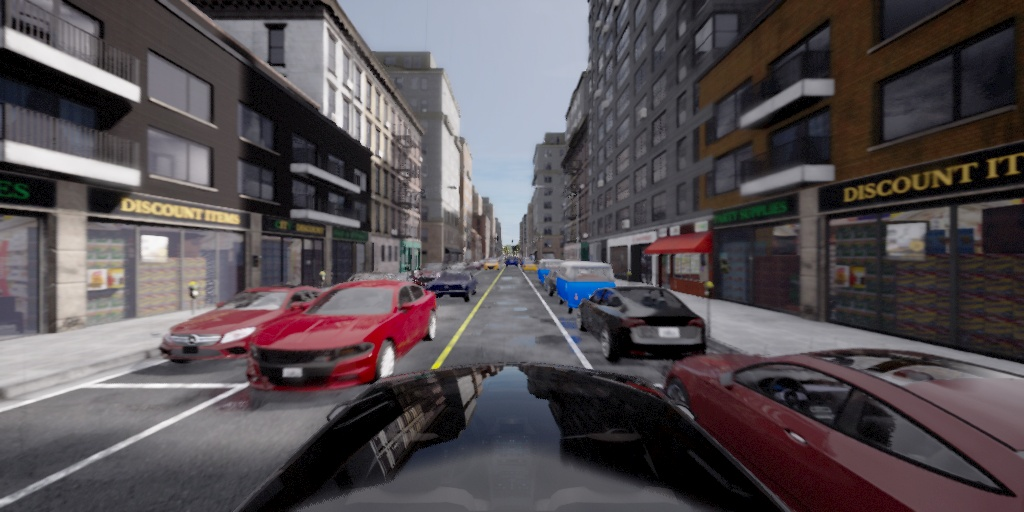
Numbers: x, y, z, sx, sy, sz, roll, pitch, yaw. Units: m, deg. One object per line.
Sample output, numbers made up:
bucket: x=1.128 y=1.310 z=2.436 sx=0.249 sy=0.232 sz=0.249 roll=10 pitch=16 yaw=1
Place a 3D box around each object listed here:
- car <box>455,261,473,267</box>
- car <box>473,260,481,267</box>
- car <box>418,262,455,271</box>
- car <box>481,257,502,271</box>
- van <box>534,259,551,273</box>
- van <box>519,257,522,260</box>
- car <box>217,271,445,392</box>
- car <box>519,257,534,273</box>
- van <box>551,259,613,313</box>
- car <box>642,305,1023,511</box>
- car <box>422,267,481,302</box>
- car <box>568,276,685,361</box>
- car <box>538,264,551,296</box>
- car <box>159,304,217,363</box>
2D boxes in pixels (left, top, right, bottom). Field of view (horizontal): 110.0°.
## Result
car: x=-5.382 y=1.343 z=35.657 sx=2.007 sy=1.370 sz=4.403 roll=0 pitch=0 yaw=0
car: x=-5.379 y=1.401 z=52.190 sx=1.802 sy=1.307 sz=4.207 roll=0 pitch=0 yaw=0
car: x=-5.384 y=1.215 z=24.636 sx=1.967 sy=1.591 sz=4.097 roll=0 pitch=0 yaw=0
car: x=-2.816 y=1.294 z=50.264 sx=1.882 sy=1.535 sz=5.008 roll=0 pitch=0 yaw=0
van: x=2.642 y=1.115 z=24.634 sx=1.690 sy=1.789 sz=3.998 roll=0 pitch=0 yaw=0
van: x=2.648 y=1.176 z=63.211 sx=1.690 sy=1.789 sz=3.998 roll=0 pitch=0 yaw=0
car: x=-2.809 y=1.232 z=7.107 sx=1.882 sy=1.535 sz=5.008 roll=0 pitch=0 yaw=0
car: x=2.233 y=1.265 z=45.729 sx=1.801 sy=1.575 sz=5.366 roll=0 pitch=0 yaw=0
van: x=2.640 y=1.101 z=13.613 sx=1.690 sy=1.789 sz=3.998 roll=0 pitch=0 yaw=0
car: x=2.638 y=1.332 z=2.593 sx=1.802 sy=1.307 sz=4.207 roll=0 pitch=0 yaw=0
car: x=-2.747 y=1.365 z=17.249 sx=1.895 sy=1.301 sz=4.718 roll=0 pitch=0 yaw=0
car: x=2.639 y=1.320 z=8.103 sx=1.948 sy=1.339 sz=4.313 roll=0 pitch=0 yaw=0
car: x=2.641 y=1.317 z=19.124 sx=2.007 sy=1.370 sz=4.403 roll=0 pitch=0 yaw=0
car: x=-5.386 y=1.337 z=8.104 sx=1.802 sy=1.307 sz=4.207 roll=0 pitch=0 yaw=0
